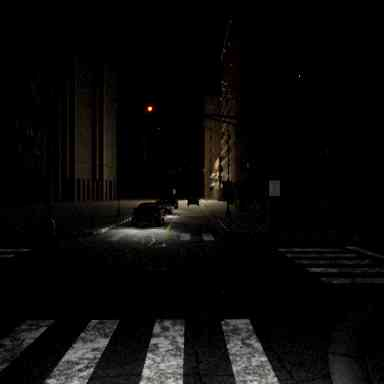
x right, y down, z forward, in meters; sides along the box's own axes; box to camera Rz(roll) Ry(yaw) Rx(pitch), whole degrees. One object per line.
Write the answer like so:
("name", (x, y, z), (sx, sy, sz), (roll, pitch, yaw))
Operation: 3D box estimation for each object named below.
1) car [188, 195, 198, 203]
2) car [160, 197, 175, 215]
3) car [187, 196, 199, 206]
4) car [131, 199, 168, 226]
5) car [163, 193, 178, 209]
("car", (0.213, 1.477, 67.871), (1.882, 1.535, 5.008), (0, 0, 0))
("car", (-3.040, 1.527, 34.359), (1.812, 1.442, 4.674), (0, 0, 0))
("car", (0.200, 1.526, 54.379), (1.812, 1.442, 4.674), (0, 0, 0))
("car", (-3.058, 1.479, 23.782), (1.882, 1.535, 5.008), (0, 0, 0))
("car", (-3.007, 1.223, 45.069), (2.150, 2.045, 5.566), (0, 0, 1))
